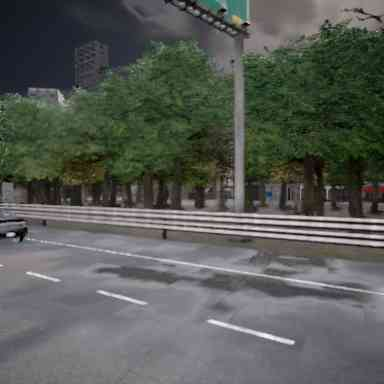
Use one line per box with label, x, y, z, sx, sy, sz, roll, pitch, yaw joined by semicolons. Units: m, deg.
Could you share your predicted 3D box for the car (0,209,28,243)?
car;-9.212;1.497;14.738;4.902;1.511;2.128;0;0;36
